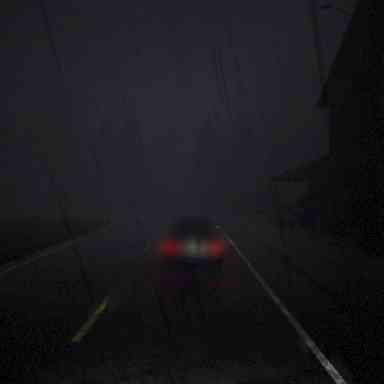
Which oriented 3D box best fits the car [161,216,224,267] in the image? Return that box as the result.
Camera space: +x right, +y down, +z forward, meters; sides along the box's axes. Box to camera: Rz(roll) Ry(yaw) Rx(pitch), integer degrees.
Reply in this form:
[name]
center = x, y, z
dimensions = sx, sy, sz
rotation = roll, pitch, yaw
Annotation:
[car]
center = 0.021, 1.530, 11.338
dimensions = 2.033, 1.411, 5.357
rotation = 0, 0, 0
